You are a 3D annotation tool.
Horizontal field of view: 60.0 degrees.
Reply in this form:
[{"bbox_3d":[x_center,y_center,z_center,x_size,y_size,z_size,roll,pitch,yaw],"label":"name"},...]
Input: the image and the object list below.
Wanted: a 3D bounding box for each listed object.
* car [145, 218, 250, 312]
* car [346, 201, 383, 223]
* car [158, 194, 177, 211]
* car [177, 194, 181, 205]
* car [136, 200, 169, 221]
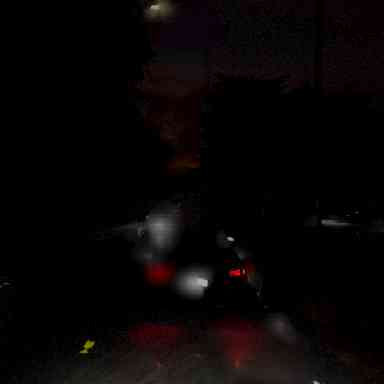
[{"bbox_3d":[0.083,1.557,7.812,1.994,1.385,4.181,0,0,-1],"label":"car"},{"bbox_3d":[13.000,1.315,22.682,4.674,1.442,1.812,-1,1,2],"label":"car"},{"bbox_3d":[-3.177,1.268,38.925,2.097,1.767,4.553,0,0,0],"label":"car"},{"bbox_3d":[-3.175,1.450,53.101,1.895,1.301,4.718,0,0,0],"label":"car"},{"bbox_3d":[-3.154,1.542,26.179,1.895,1.301,4.718,1,0,0],"label":"car"}]
